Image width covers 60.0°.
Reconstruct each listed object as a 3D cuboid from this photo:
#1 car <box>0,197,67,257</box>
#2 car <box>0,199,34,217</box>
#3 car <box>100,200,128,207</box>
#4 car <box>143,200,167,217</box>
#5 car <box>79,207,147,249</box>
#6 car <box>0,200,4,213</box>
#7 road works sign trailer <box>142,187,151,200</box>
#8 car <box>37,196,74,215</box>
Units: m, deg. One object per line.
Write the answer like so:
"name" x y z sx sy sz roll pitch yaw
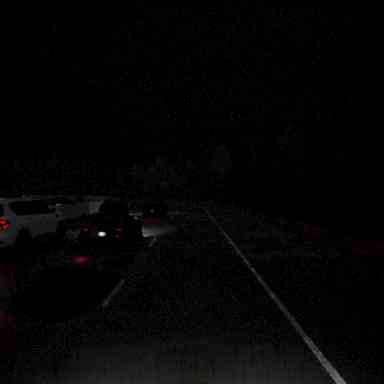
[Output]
"car" -6.904 1.216 13.111 2.150 2.045 5.566 0 0 0
"car" -17.639 1.461 32.720 1.882 1.535 5.008 0 0 -1
"car" -6.903 1.489 29.563 1.837 1.490 4.892 0 0 0
"car" -3.404 1.461 31.010 1.882 1.535 5.008 0 0 0
"car" -3.404 1.556 14.564 1.994 1.385 4.181 0 0 0
"car" -21.109 1.531 32.896 2.033 1.411 5.357 0 0 0
"road works sign trailer" -12.091 0.419 86.616 2.380 3.560 2.880 0 0 -30
"car" -14.177 1.334 34.947 2.097 1.767 4.553 0 0 -1
